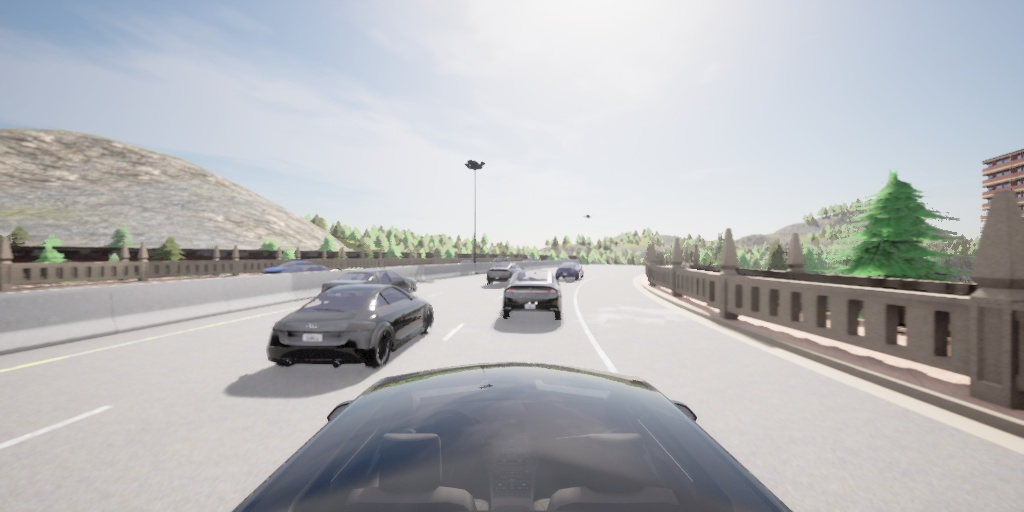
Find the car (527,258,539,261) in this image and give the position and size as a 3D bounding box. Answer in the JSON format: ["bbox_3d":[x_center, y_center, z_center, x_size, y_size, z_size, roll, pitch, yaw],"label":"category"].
[{"bbox_3d":[3.325,1.112,62.400,2.097,1.767,4.553,0,0,24],"label":"car"}]

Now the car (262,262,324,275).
[{"bbox_3d":[-12.244,1.247,21.124,2.033,1.411,5.357,0,0,11],"label":"car"}]

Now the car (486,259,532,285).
[{"bbox_3d":[-0.329,1.216,25.187,2.128,1.511,4.902,0,0,15],"label":"car"}]

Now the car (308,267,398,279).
[{"bbox_3d":[-5.937,1.269,15.527,2.033,1.411,5.357,0,0,8],"label":"car"}]

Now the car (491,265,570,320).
[{"bbox_3d":[0.811,1.232,12.699,2.128,1.511,4.902,0,0,7],"label":"car"}]

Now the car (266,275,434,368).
[{"bbox_3d":[-3.144,1.300,7.866,1.994,1.385,4.181,0,0,3],"label":"car"}]

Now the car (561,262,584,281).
[{"bbox_3d":[4.940,1.258,30.500,1.812,1.442,4.674,0,0,19],"label":"car"}]

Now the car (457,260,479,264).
[{"bbox_3d":[-6.178,1.232,49.874,2.033,1.411,5.357,0,0,24],"label":"car"}]
